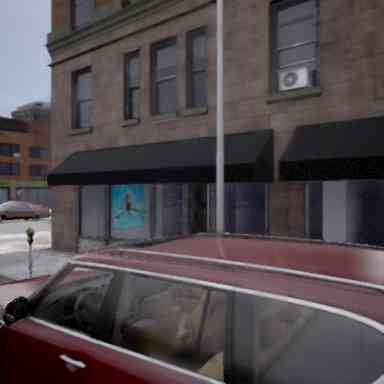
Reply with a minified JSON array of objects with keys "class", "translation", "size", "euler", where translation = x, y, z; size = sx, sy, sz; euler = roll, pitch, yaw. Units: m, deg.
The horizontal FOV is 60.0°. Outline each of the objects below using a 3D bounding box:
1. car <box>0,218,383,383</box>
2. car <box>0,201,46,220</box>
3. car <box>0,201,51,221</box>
[{"class":"car","translation":[-0.162,1.316,2.925],"size":[5.009,1.841,2.192],"euler":[0,0,35]},{"class":"car","translation":[-15.763,1.577,29.279],"size":[1.882,1.535,5.008],"euler":[0,0,35]},{"class":"car","translation":[-13.959,1.637,26.196],"size":[2.033,1.411,5.357],"euler":[0,0,35]}]
